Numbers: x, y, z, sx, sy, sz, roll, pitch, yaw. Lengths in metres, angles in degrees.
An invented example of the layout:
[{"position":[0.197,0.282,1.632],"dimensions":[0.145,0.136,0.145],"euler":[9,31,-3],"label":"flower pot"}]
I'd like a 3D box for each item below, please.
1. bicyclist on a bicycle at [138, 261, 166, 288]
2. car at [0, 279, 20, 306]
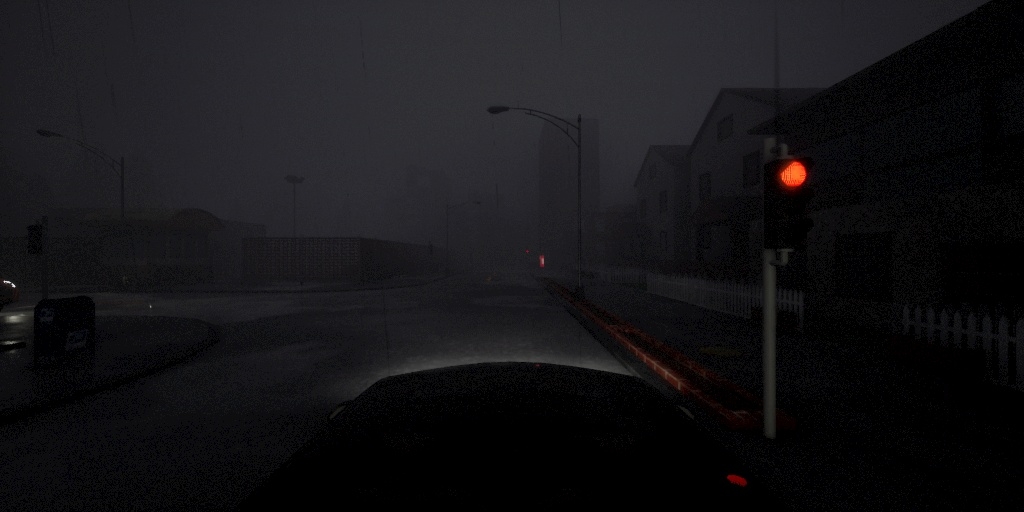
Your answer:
[{"position":[-21.746,1.099,21.692],"dimensions":[0.582,1.620,1.656],"euler":[0,0,0],"label":"bicyclist on a bicycle"},{"position":[-21.594,1.102,13.299],"dimensions":[4.553,1.767,2.097],"euler":[0,0,0],"label":"car"}]
